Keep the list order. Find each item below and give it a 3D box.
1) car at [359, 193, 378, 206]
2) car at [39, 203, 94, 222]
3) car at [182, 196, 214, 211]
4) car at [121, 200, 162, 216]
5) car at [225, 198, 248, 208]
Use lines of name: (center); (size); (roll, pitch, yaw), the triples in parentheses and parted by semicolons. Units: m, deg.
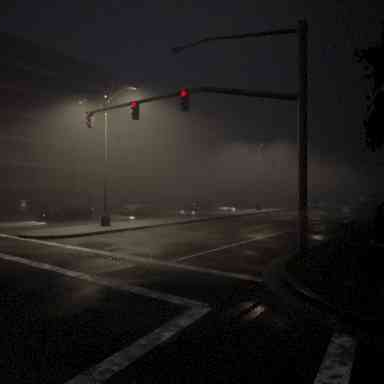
car: (28.728, 1.221, 54.042); (2.150, 2.045, 5.566); (0, 0, 36)
car: (-9.952, 1.564, 26.600); (1.994, 1.385, 4.181); (0, 0, 36)
car: (0.772, 1.352, 41.376); (2.097, 1.767, 4.553); (0, 0, 36)
car: (-4.960, 1.524, 33.480); (1.812, 1.442, 4.674); (0, 0, 36)
car: (6.611, 1.564, 49.404); (1.994, 1.385, 4.181); (0, 0, 36)
